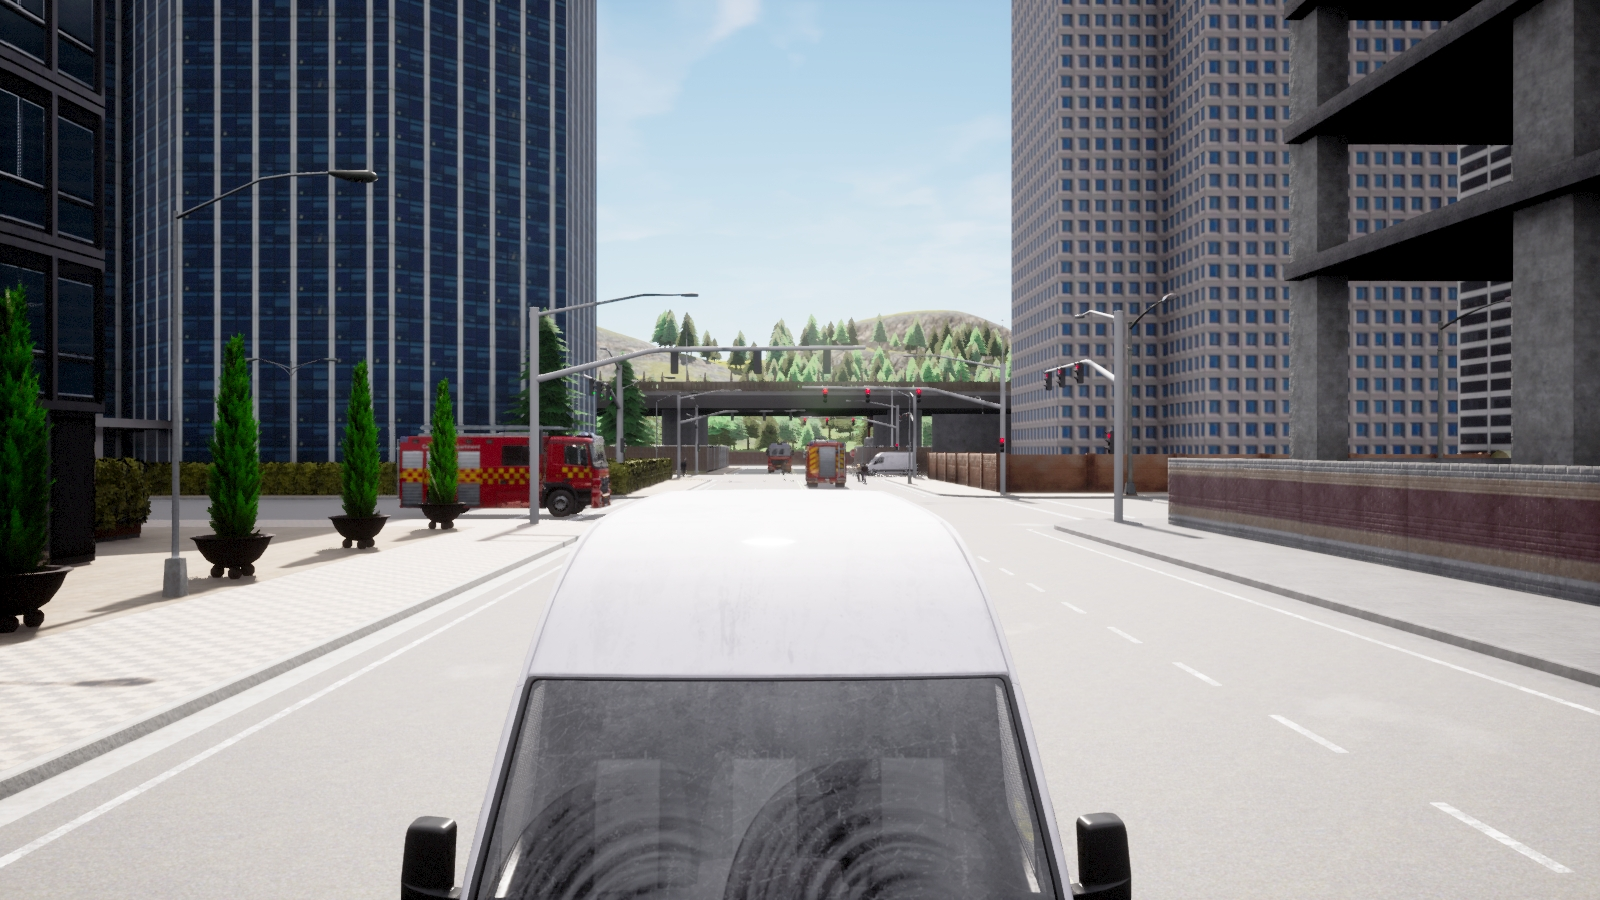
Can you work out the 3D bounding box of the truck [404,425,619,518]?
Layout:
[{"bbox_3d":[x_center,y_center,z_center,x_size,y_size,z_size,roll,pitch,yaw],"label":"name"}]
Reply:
[{"bbox_3d":[-12.241,0.889,48.946,8.468,3.827,2.891,0,0,0],"label":"truck"}]

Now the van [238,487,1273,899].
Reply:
[{"bbox_3d":[-0.128,1.535,5.152,1.988,2.561,5.915,0,0,-1],"label":"van"}]
